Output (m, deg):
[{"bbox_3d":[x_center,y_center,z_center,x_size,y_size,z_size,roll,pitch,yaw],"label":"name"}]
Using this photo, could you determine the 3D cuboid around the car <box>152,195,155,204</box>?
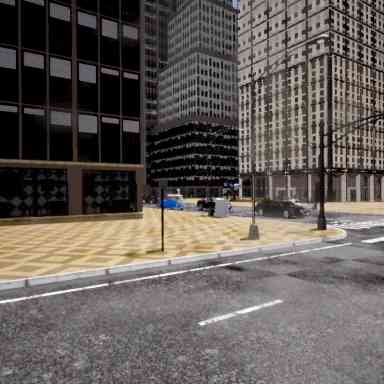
[{"bbox_3d":[-3.219,1.348,45.420,1.812,1.442,4.674,-1,1,-34],"label":"car"}]

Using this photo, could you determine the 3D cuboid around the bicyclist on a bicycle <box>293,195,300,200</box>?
[{"bbox_3d":[12.012,1.118,38.461,1.656,1.620,0.582,-1,1,-34],"label":"bicyclist on a bicycle"}]

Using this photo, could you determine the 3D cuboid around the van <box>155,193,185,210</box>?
[{"bbox_3d":[-2.376,1.210,39.539,1.690,1.788,3.998,0,0,-34],"label":"van"}]

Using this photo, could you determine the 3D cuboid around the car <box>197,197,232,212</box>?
[{"bbox_3d":[2.432,1.362,37.042,2.128,1.511,4.902,-1,1,-34],"label":"car"}]

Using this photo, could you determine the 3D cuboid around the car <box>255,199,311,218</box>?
[{"bbox_3d":[7.706,1.419,29.234,1.837,1.490,4.892,-1,1,-34],"label":"car"}]

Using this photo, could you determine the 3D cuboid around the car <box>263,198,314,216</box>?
[{"bbox_3d":[9.304,1.406,32.390,1.812,1.442,4.674,-1,1,-33],"label":"car"}]

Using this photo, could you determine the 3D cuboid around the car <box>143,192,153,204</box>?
[{"bbox_3d":[-6.745,1.250,56.256,1.837,1.490,4.892,-1,1,-34],"label":"car"}]

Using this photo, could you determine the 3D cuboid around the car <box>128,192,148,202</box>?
[{"bbox_3d":[-10.940,0.981,67.179,2.192,1.841,5.009,0,0,-34],"label":"car"}]

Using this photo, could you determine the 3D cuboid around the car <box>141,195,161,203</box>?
[{"bbox_3d":[-7.838,1.238,62.590,1.887,1.381,4.507,0,0,-34],"label":"car"}]

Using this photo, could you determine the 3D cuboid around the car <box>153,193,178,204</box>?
[{"bbox_3d":[-4.737,1.035,57.999,2.192,1.841,5.009,0,0,-34],"label":"car"}]
